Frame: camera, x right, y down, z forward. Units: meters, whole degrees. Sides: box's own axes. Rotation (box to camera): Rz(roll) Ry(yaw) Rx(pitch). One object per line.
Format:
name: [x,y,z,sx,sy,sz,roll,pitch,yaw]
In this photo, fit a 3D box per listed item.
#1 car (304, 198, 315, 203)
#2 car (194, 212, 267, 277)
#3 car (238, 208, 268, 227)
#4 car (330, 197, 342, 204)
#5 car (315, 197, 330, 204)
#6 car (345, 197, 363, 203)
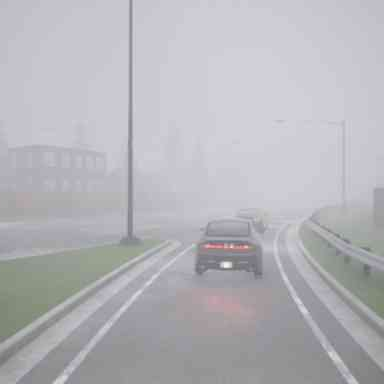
car: [30.926,2.176,87.130,1.882,1.535,5.008,0,-1,35]
car: [1.236,1.585,10.616,1.837,1.490,4.892,0,-1,9]
car: [3.556,1.683,20.349,1.812,1.442,4.674,0,0,17]
car: [36.678,2.158,83.140,1.882,1.535,5.008,0,-1,35]
car: [34.023,2.047,85.454,2.097,1.767,4.553,0,-1,35]
car: [39.774,2.029,81.464,2.097,1.767,4.553,0,-1,35]
